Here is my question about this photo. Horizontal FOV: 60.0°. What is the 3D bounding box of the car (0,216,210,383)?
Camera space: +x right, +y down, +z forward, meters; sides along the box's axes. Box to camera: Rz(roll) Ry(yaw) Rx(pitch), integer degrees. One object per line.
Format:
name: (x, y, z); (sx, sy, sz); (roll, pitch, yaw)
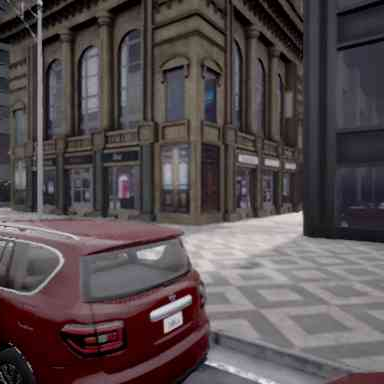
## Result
car: (-2.131, 1.260, 4.441); (5.009, 1.841, 2.192); (1, 1, 35)

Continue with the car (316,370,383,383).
car: (2.463, 1.573, 1.227); (4.206, 1.307, 1.802); (1, 1, 35)
